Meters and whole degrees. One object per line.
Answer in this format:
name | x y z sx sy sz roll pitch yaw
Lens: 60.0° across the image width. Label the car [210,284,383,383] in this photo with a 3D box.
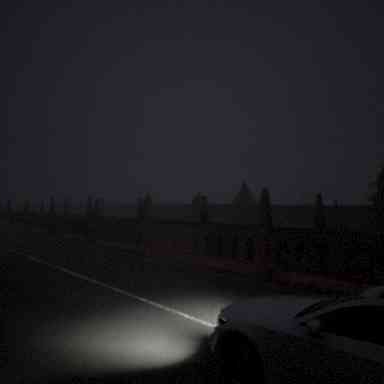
car | 2.276 1.741 3.600 1.812 1.442 4.674 3 -4 -43
